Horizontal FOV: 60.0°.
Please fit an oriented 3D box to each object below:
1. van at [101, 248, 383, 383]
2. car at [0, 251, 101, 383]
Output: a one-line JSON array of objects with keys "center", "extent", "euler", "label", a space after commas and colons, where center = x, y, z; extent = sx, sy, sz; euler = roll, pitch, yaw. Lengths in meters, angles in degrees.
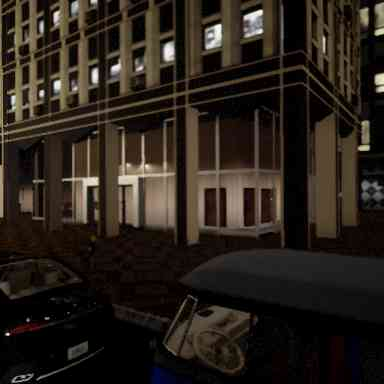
[{"center": [1.517, 1.339, 1.792], "extent": [3.998, 1.788, 1.690], "euler": [-1, 0, 36], "label": "van"}, {"center": [-3.080, 1.592, 5.073], "extent": [4.403, 1.369, 2.008], "euler": [-1, 0, 36], "label": "car"}]
